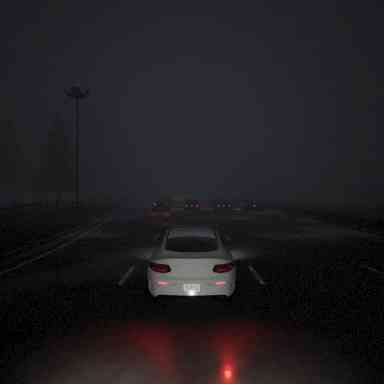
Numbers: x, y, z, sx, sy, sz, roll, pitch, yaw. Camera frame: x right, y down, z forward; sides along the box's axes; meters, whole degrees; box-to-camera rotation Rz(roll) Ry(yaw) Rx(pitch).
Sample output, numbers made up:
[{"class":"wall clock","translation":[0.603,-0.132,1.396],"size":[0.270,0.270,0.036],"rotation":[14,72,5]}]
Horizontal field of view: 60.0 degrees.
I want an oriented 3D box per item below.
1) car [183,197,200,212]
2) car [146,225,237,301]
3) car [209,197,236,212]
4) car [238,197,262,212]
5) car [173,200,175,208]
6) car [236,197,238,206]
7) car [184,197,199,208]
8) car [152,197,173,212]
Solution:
[{"class":"car","translation":[-0.029,1.547,38.790],"size":[2.033,1.411,5.357],"rotation":[0,0,0]},{"class":"car","translation":[-0.006,1.526,8.181],"size":[1.812,1.442,4.674],"rotation":[0,0,0]},{"class":"car","translation":[3.471,1.547,38.793],"size":[2.033,1.411,5.357],"rotation":[0,0,0]},{"class":"car","translation":[6.970,1.564,39.212],"size":[1.994,1.385,4.181],"rotation":[0,0,0]},{"class":"car","translation":[-3.537,1.491,49.207],"size":[2.128,1.511,4.902],"rotation":[0,0,0]},{"class":"car","translation":[6.963,1.526,49.215],"size":[1.812,1.442,4.674],"rotation":[0,0,0]},{"class":"car","translation":[-0.037,1.491,49.209],"size":[2.128,1.511,4.902],"rotation":[0,0,0]},{"class":"car","translation":[-3.530,1.526,39.204],"size":[1.812,1.442,4.674],"rotation":[0,0,0]}]
